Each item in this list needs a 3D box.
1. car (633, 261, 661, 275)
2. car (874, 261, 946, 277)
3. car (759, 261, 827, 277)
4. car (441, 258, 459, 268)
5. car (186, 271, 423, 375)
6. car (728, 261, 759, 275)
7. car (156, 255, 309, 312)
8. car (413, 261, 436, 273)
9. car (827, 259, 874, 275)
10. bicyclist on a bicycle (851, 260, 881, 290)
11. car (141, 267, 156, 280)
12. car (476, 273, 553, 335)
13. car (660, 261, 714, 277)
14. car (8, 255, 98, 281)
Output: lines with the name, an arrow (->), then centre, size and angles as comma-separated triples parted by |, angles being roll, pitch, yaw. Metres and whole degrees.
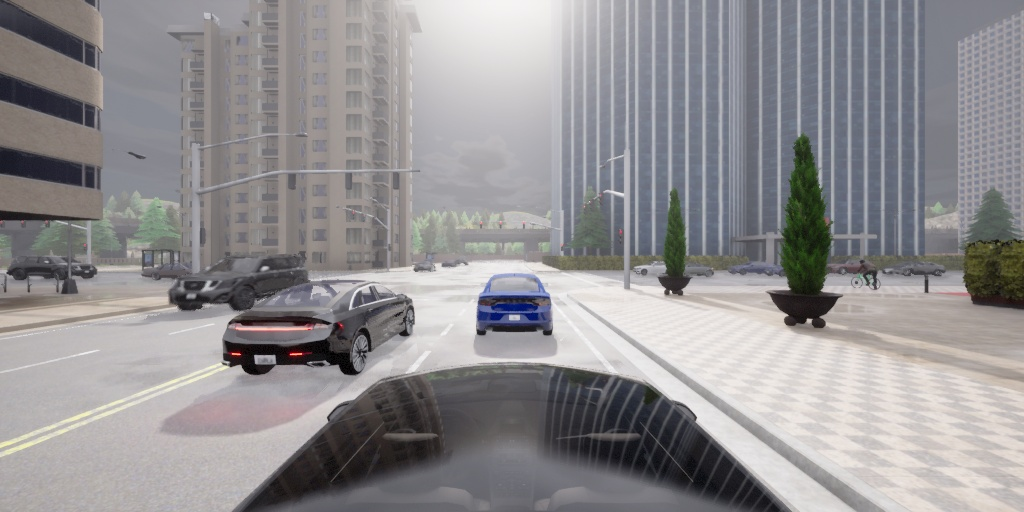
car -> 15.190, 1.276, 37.863 | 4.674, 1.442, 1.812 | 0, 0, -1
car -> 38.676, 1.242, 34.589 | 4.902, 1.511, 2.128 | 0, 0, 0
car -> 26.912, 1.276, 34.479 | 4.674, 1.442, 1.812 | 0, 0, 0
car -> -10.609, 1.351, 60.277 | 1.895, 1.301, 4.718 | 0, 0, 0
car -> -3.446, 1.242, 7.455 | 2.128, 1.511, 4.902 | 0, 0, 0
car -> 25.418, 1.275, 37.964 | 4.674, 1.442, 1.812 | 0, 0, 0
car -> -10.607, 0.971, 14.615 | 2.150, 2.045, 5.566 | 0, 0, 0
car -> -10.623, 1.314, 43.843 | 1.994, 1.385, 4.181 | 0, 0, 0
car -> 35.611, 1.102, 38.064 | 4.553, 1.767, 2.097 | 0, 0, 0
bicyclist on a bicycle -> 19.632, 1.051, 19.926 | 0.582, 1.620, 1.656 | 0, 0, -1
car -> -27.823, 1.297, 30.204 | 5.357, 1.411, 2.033 | 0, 0, -1
car -> 0.071, 1.228, 10.493 | 1.882, 1.535, 5.008 | 0, 0, 0
car -> 16.993, 1.314, 34.382 | 4.181, 1.385, 1.994 | 0, 0, -1
car -> -38.488, 0.971, 30.110 | 5.566, 2.045, 2.150 | 0, 0, 0
